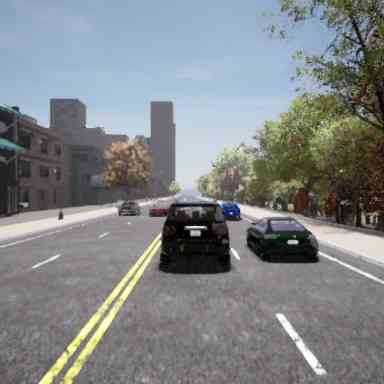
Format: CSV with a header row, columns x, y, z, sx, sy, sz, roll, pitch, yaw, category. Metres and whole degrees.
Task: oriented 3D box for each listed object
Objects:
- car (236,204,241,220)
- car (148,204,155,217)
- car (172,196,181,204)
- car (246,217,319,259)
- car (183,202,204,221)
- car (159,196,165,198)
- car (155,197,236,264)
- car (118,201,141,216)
x,y,z,sx,sy,sz,roll,pitch,yaw,category
3.358,1.681,30.940,1.882,1.535,5.008,0,0,0,car
-3.336,1.826,34.344,1.895,1.301,4.718,0,0,0,car
-3.560,1.808,75.714,1.882,1.535,5.008,0,0,-1,car
3.353,1.651,13.056,1.994,1.385,4.181,0,0,0,car
0.109,1.726,30.479,1.812,1.442,4.674,0,0,0,car
-6.819,1.709,76.276,1.812,1.442,4.674,0,0,-1,car
0.103,1.303,12.263,2.150,2.045,5.566,0,0,0,car
-6.581,1.737,35.353,1.837,1.490,4.892,0,-1,0,car
